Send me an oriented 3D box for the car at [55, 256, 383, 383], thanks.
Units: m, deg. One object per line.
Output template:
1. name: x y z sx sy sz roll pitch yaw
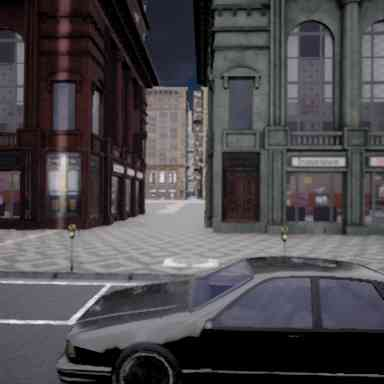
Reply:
1. car: 1.216 1.592 4.265 5.357 1.411 2.033 1 0 2
